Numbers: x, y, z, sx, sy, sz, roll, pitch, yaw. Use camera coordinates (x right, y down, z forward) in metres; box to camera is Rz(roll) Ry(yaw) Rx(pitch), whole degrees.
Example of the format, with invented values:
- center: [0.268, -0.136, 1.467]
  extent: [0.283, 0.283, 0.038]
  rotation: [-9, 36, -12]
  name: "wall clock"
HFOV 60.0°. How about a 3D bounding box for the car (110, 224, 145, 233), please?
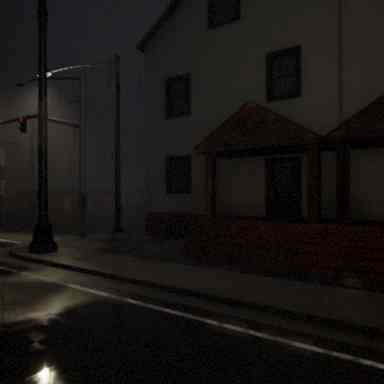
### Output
- center: [-6.373, 4.155, 34.741]
  extent: [1.837, 1.490, 4.892]
  rotation: [0, -12, 35]
  name: "car"
